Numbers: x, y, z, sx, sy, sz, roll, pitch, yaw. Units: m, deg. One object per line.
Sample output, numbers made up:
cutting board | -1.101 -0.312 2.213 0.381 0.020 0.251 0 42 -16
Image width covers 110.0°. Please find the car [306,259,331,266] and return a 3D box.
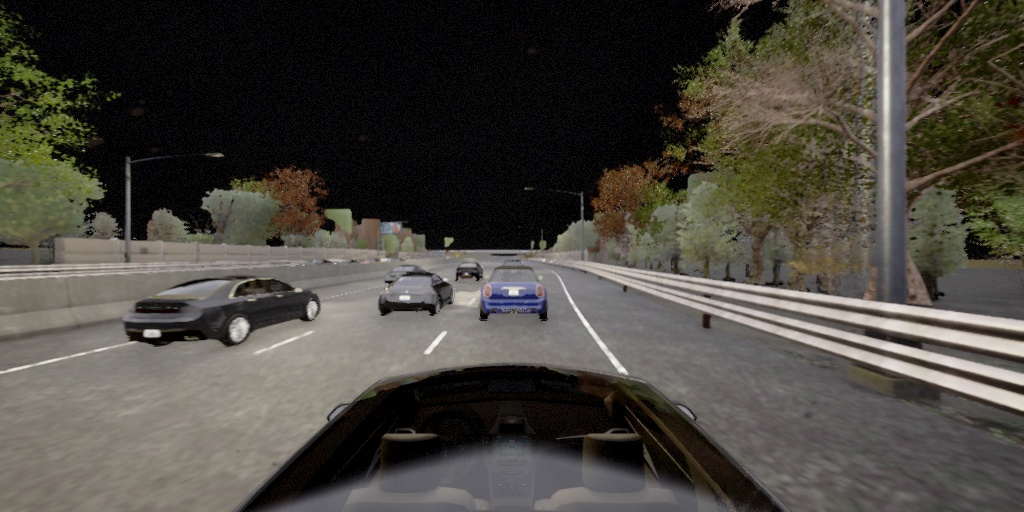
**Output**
car | -28.074 1.266 52.411 1.837 1.490 4.892 0 0 0

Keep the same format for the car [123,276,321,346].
car | -6.958 1.253 9.377 1.837 1.490 4.892 0 0 1

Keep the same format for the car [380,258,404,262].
car | -17.581 1.115 54.017 2.097 1.767 4.553 0 0 0

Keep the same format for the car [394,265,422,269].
car | -6.966 1.293 24.333 2.033 1.411 5.357 0 0 0

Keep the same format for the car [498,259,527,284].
car | 0.057 1.097 27.732 2.097 1.767 4.553 0 0 0

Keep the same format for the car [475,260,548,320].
car | 0.063 1.097 12.723 2.097 1.767 4.553 0 0 0

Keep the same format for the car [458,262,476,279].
car | -3.437 1.224 29.603 1.882 1.535 5.008 0 0 0

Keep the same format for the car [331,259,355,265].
car | -24.574 1.266 53.729 1.837 1.490 4.892 0 0 0

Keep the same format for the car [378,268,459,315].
car | -3.431 1.310 13.512 1.994 1.385 4.181 0 0 0

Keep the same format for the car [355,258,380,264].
car | -21.078 1.115 53.792 2.097 1.767 4.553 0 0 0
